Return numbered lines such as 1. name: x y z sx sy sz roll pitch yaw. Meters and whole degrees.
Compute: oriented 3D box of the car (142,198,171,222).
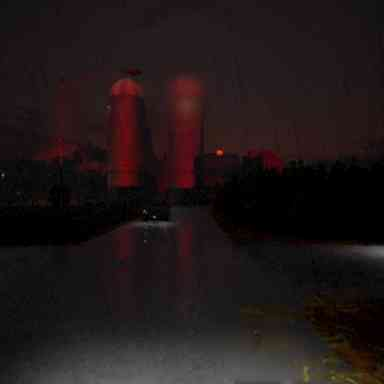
1. car: -3.113 1.669 30.302 2.150 2.045 5.566 0 1 0
